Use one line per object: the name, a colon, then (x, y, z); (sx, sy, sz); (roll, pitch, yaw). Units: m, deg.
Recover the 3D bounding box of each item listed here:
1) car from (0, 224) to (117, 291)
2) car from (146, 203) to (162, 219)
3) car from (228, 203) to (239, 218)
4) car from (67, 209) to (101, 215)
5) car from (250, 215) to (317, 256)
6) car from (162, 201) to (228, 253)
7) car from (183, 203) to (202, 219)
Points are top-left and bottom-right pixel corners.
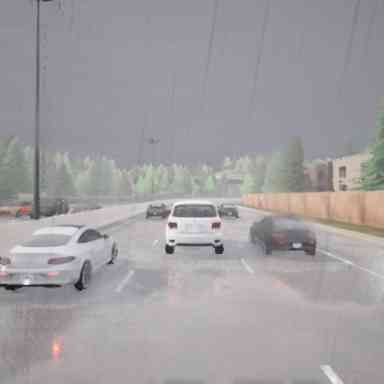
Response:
car: (-3.403, 1.621, 9.169); (1.812, 1.442, 4.674); (0, 0, 0)
car: (-3.416, 1.837, 33.277); (2.128, 1.511, 4.902); (0, 0, 0)
car: (3.585, 1.877, 33.809); (1.812, 1.442, 4.674); (0, 0, 0)
car: (-10.609, 1.898, 33.960); (2.033, 1.411, 5.357); (0, -1, 0)
car: (3.595, 1.669, 13.669); (1.812, 1.442, 4.674); (0, 0, 0)
car: (0.094, 1.374, 14.478); (2.150, 2.045, 5.566); (0, 0, 0)
car: (0.085, 1.878, 33.990); (1.812, 1.442, 4.674); (0, 0, 0)
